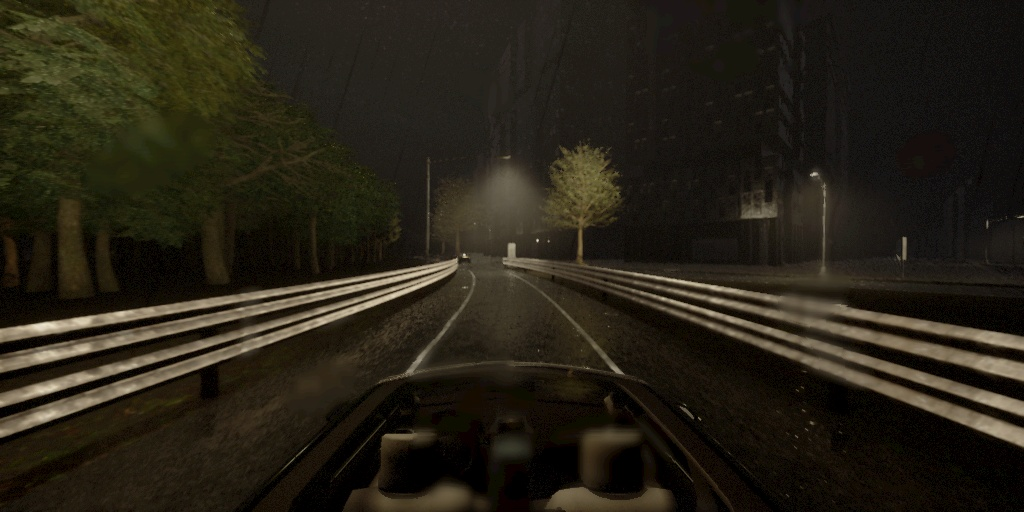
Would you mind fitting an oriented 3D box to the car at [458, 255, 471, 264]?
[{"bbox_3d":[-8.094,0.494,59.256,2.128,1.511,4.902,0,1,-19],"label":"car"}]
